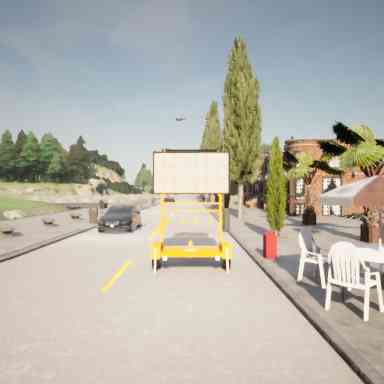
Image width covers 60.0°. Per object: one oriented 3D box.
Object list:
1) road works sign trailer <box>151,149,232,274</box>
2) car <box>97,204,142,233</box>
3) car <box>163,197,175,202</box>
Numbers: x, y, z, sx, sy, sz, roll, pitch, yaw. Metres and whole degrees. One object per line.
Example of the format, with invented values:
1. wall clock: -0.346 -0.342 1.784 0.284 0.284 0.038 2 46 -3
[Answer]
1. road works sign trailer: -0.022 0.464 10.529 2.380 3.560 2.880 0 0 0
2. car: -4.142 1.505 19.595 1.837 1.490 4.892 0 0 0
3. car: -4.198 1.563 61.250 1.994 1.385 4.181 0 0 0
